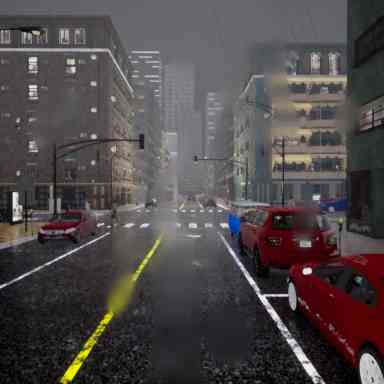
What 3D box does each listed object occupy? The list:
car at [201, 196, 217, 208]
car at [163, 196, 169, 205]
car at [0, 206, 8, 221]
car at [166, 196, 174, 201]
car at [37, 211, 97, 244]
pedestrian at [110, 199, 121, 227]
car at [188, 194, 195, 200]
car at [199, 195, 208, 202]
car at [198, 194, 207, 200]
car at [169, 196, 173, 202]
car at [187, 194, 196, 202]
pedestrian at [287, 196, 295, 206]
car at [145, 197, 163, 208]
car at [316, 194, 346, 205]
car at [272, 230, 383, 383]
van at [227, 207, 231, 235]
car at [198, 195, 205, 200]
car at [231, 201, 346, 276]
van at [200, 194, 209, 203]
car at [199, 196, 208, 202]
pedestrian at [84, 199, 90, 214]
[{"bbox_3d":[2.649,1.585,48.150,1.802,1.307,4.206,0,0,0],"label":"car"},{"bbox_3d":[-5.741,1.575,59.203,1.947,1.339,4.313,0,0,0],"label":"car"},{"bbox_3d":[-17.629,1.809,29.259,4.181,1.385,1.994,-1,0,0],"label":"car"},{"bbox_3d":[-5.761,1.610,86.820,1.802,1.307,4.206,0,0,0],"label":"car"},{"bbox_3d":[-5.708,1.581,15.750,1.802,1.307,4.206,0,0,0],"label":"car"},{"bbox_3d":[-4.891,1.292,20.941,0.375,1.860,0.375,0,0,0],"label":"pedestrian"},{"bbox_3d":[-0.064,1.339,87.609,1.882,1.535,5.008,0,0,0],"label":"car"},{"bbox_3d":[2.645,1.572,53.673,1.947,1.339,4.313,0,0,0],"label":"car"},{"bbox_3d":[2.636,1.557,64.720,1.887,1.381,4.507,0,0,0],"label":"car"},{"bbox_3d":[-5.753,1.564,75.773,1.887,1.381,4.507,0,0,0],"label":"car"},{"bbox_3d":[-0.058,1.368,77.574,2.097,1.767,4.553,0,0,0],"label":"car"},{"bbox_3d":[6.027,1.140,20.279,0.375,1.860,0.375,0,0,0],"label":"pedestrian"},{"bbox_3d":[-5.732,1.569,48.156,1.947,1.339,4.313,0,0,0],"label":"car"},{"bbox_3d":[14.918,1.226,32.718,5.008,1.535,1.882,-1,0,0],"label":"car"},{"bbox_3d":[2.681,1.544,4.699,1.887,1.381,4.507,0,0,0],"label":"car"},{"bbox_3d":[2.671,1.340,15.755,1.690,1.788,3.998,0,0,0],"label":"van"},{"bbox_3d":[2.615,1.558,92.507,1.752,1.417,4.829,-1,0,0],"label":"car"},{"bbox_3d":[2.675,1.314,10.228,2.192,1.841,5.009,0,0,0],"label":"car"},{"bbox_3d":[2.630,1.357,70.243,1.690,1.788,3.998,0,0,0],"label":"van"},{"bbox_3d":[2.628,1.585,75.767,1.947,1.339,4.313,0,0,0],"label":"car"},{"bbox_3d":[-6.857,1.294,21.511,0.375,1.860,0.375,0,0,0],"label":"pedestrian"}]
